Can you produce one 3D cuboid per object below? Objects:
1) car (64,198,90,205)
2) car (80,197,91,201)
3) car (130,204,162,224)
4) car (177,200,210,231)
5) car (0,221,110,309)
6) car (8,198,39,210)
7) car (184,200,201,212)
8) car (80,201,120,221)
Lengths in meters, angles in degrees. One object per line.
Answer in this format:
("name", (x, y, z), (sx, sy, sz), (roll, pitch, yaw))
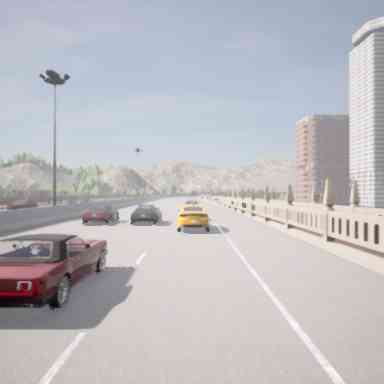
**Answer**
("car", (-14.120, 1.699, 39.645), (1.895, 1.301, 4.718), (0, 0, 0))
("car", (-17.938, 1.636, 54.743), (2.128, 1.511, 4.902), (0, 0, -2))
("car", (-3.413, 1.627, 25.320), (1.994, 1.385, 4.181), (0, 0, 0))
("car", (0.089, 1.531, 21.280), (1.882, 1.535, 5.008), (0, 0, 0))
("car", (-3.404, 1.621, 7.846), (1.895, 1.301, 4.718), (0, 0, 0))
("car", (-21.149, 1.581, 41.877), (1.882, 1.535, 5.008), (0, 0, 0))
("car", (-0.007, 1.666, 40.996), (1.994, 1.385, 4.181), (0, 0, -1))
("car", (-6.914, 1.627, 25.572), (1.994, 1.385, 4.181), (0, 0, 0))
